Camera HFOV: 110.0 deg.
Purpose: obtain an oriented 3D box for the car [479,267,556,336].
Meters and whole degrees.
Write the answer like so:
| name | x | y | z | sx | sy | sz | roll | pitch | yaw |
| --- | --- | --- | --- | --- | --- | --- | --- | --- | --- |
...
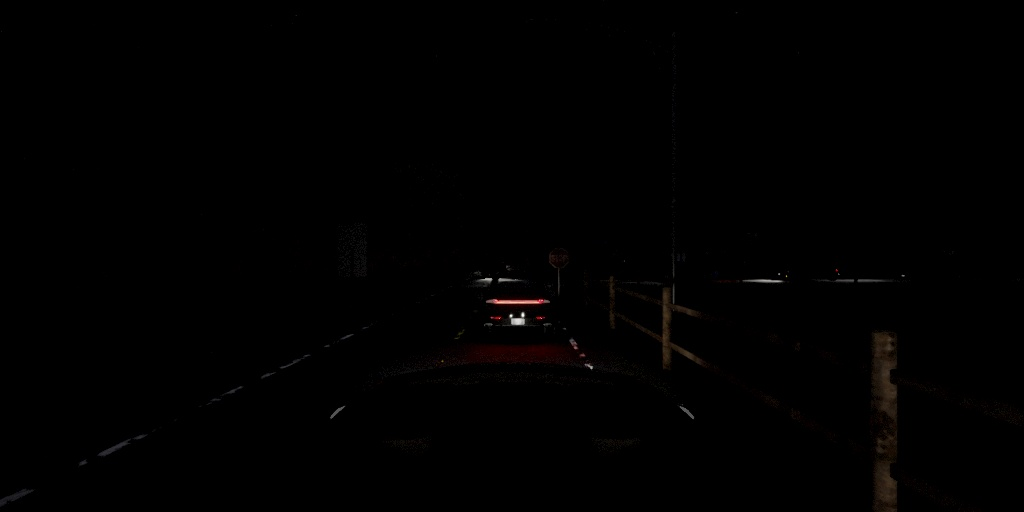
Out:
| name | x | y | z | sx | sy | sz | roll | pitch | yaw |
| --- | --- | --- | --- | --- | --- | --- | --- | --- | --- |
| car | 0.148 | 1.241 | 10.377 | 2.128 | 1.511 | 4.902 | 0 | 0 | 0 |

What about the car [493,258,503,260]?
| name | x | y | z | sx | sy | sz | roll | pitch | yaw |
| --- | --- | --- | --- | --- | --- | --- | --- | --- | --- |
| car | -2.566 | 1.289 | 46.544 | 1.994 | 1.385 | 4.181 | 0 | 0 | 1 |

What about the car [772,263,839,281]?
| name | x | y | z | sx | sy | sz | roll | pitch | yaw |
| --- | --- | --- | --- | --- | --- | --- | --- | --- | --- |
| car | 22.801 | 1.219 | 27.928 | 4.181 | 1.385 | 1.994 | 0 | 0 | 0 |

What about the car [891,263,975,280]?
| name | x | y | z | sx | sy | sz | roll | pitch | yaw |
| --- | --- | --- | --- | --- | --- | --- | --- | --- | --- |
| car | 32.747 | 1.213 | 28.036 | 4.718 | 1.301 | 1.895 | 0 | 0 | -1 |

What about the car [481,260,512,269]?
| name | x | y | z | sx | sy | sz | roll | pitch | yaw |
| --- | --- | --- | --- | --- | --- | --- | --- | --- | --- |
| car | -1.689 | 1.305 | 32.956 | 1.994 | 1.385 | 4.181 | 0 | 0 | -14 |

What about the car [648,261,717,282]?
| name | x | y | z | sx | sy | sz | roll | pitch | yaw |
| --- | --- | --- | --- | --- | --- | --- | --- | --- | --- |
| car | 13.144 | 1.173 | 27.793 | 5.008 | 1.535 | 1.882 | 0 | 0 | -2 |
